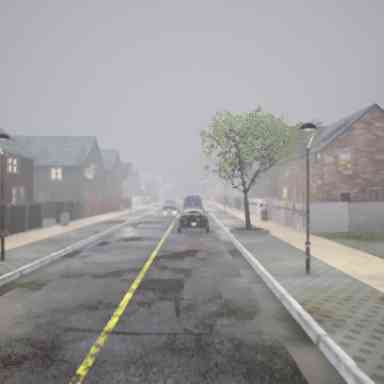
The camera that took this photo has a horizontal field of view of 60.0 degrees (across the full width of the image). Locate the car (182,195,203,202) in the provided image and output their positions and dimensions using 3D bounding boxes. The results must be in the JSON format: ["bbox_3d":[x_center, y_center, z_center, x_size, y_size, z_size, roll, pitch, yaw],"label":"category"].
[{"bbox_3d":[0.081,1.366,38.762,2.150,2.045,5.566,0,0,0],"label":"car"}]

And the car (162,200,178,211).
[{"bbox_3d":[-2.853,1.726,44.116,2.033,1.411,5.357,0,0,0],"label":"car"}]

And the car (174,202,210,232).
[{"bbox_3d":[0.091,1.574,20.306,1.812,1.442,4.674,0,0,0],"label":"car"}]
